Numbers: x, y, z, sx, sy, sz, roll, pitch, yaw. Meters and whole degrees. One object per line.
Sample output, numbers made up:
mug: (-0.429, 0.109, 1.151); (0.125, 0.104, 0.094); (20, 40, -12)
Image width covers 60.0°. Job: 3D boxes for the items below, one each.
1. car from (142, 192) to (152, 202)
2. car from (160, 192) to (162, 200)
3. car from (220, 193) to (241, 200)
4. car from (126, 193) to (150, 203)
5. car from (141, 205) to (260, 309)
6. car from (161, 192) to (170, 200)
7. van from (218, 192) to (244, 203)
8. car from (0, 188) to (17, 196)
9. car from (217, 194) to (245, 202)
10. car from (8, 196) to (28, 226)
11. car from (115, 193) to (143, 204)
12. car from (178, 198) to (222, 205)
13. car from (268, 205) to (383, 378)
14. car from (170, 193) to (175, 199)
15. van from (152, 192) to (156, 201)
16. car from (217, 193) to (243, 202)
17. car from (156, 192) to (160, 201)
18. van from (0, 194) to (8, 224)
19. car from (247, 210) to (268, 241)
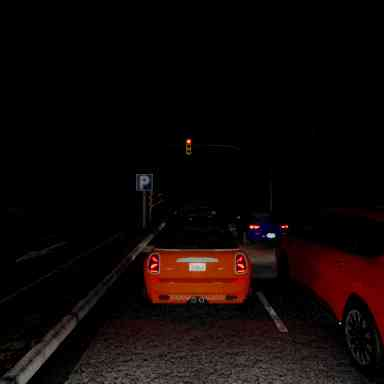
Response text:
car: (-10.928, 1.309, 63.315); (5.366, 1.575, 1.946); (-1, 0, -15)
car: (-9.793, 1.353, 75.276); (4.674, 1.452, 2.002); (-1, 0, -13)
car: (9.294, 1.122, 80.629); (4.553, 1.767, 2.185); (1, 0, -12)
car: (-10.840, 1.190, 66.268); (4.553, 1.767, 2.185); (-1, 0, -14)
car: (0.101, 1.363, 8.077); (2.097, 1.767, 4.553); (0, 0, 0)
car: (-8.624, 1.350, 84.262); (4.674, 1.452, 2.002); (-1, 0, -12)
van: (7.156, 1.037, 62.955); (4.442, 1.987, 1.878); (1, 0, -14)
car: (-28.268, 0.132, 51.156); (2.002, 1.452, 4.674); (6, -3, -20)
car: (8.063, 1.258, 68.920); (5.366, 1.575, 1.946); (1, 0, -13)
car: (-13.671, 1.400, 22.511); (4.553, 1.767, 2.185); (-1, 0, -19)
car: (-11.566, 1.353, 60.322); (4.792, 1.488, 2.163); (-1, 0, -15)
car: (0.142, 1.377, 16.723); (2.097, 1.767, 4.553); (0, 0, 0)
car: (3.099, 1.229, 5.688); (2.150, 2.045, 5.566); (0, 0, -1)
car: (-8.180, 1.057, 87.269); (5.566, 2.045, 2.435); (-1, 0, -12)
van: (-10.381, 1.087, 69.309); (4.442, 1.987, 1.878); (-1, 0, -14)
car: (7.533, 1.136, 65.925); (4.553, 1.767, 2.185); (1, 0, -14)
car: (-10.159, 1.315, 72.280); (4.892, 1.521, 2.231); (-1, 0, -14)
van: (-13.641, 1.294, 19.534); (4.442, 1.987, 1.878); (-1, 0, -20)
car: (3.131, 1.548, 15.382); (1.812, 1.442, 4.674); (0, 0, 0)
